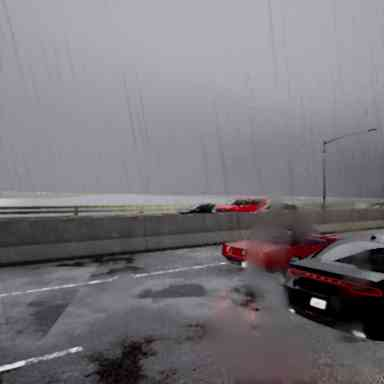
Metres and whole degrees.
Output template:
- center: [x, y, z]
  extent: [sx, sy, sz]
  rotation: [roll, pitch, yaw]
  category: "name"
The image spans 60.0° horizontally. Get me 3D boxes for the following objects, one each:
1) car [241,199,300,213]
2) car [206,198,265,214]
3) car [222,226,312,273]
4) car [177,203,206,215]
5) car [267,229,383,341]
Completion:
- center: [6.309, 1.636, 25.415]
  extent: [4.553, 1.767, 2.097]
  rotation: [1, -1, -35]
  category: "car"
- center: [4.250, 1.514, 28.250]
  extent: [5.566, 2.045, 2.150]
  rotation: [1, -1, -35]
  category: "car"
- center: [3.280, 1.722, 10.279]
  extent: [4.718, 1.301, 1.895]
  rotation: [1, -1, -35]
  category: "car"
- center: [0.979, 1.759, 30.239]
  extent: [5.008, 1.535, 1.882]
  rotation: [1, -1, -35]
  category: "car"
- center: [3.941, 1.570, 6.470]
  extent: [5.008, 1.535, 1.882]
  rotation: [1, -1, -35]
  category: "car"
